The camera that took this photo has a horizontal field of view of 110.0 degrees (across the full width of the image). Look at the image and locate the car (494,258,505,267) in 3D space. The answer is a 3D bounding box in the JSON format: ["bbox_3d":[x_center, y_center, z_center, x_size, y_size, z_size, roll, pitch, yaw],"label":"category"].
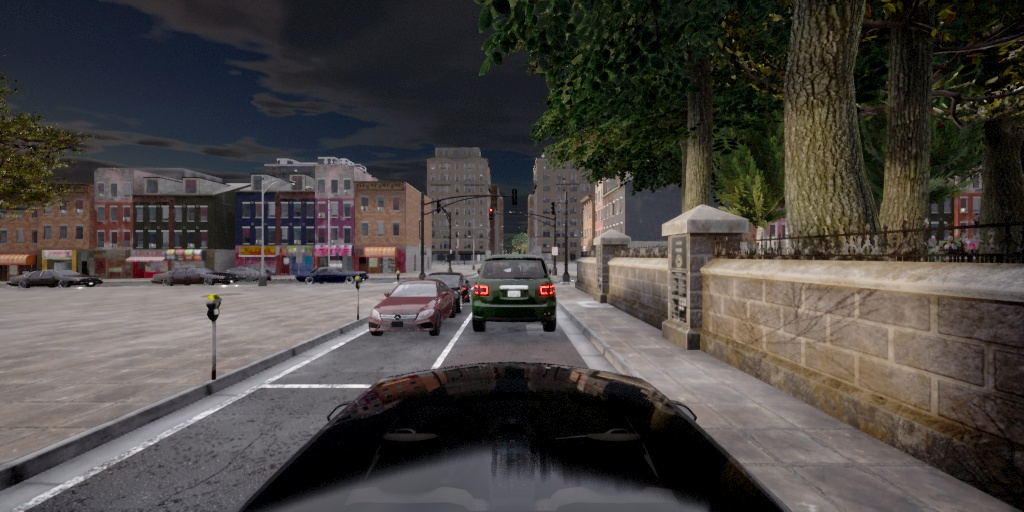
[{"bbox_3d":[-2.262,1.215,65.396,1.882,1.535,5.008,0,0,1],"label":"car"}]

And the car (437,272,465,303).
[{"bbox_3d":[-2.637,1.316,13.999,1.948,1.339,4.313,0,0,0],"label":"car"}]

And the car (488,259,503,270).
[{"bbox_3d":[-2.291,1.219,51.623,1.882,1.535,5.008,0,0,0],"label":"car"}]

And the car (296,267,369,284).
[{"bbox_3d":[-13.357,1.480,26.900,4.718,1.301,1.895,-1,0,0],"label":"car"}]

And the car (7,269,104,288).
[{"bbox_3d":[-34.135,1.720,26.847,5.357,1.411,2.033,-1,0,1],"label":"car"}]

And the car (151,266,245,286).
[{"bbox_3d":[-23.690,1.556,26.867,5.357,1.411,2.033,-1,0,0],"label":"car"}]

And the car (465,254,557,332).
[{"bbox_3d":[0.076,0.971,11.015,2.150,2.045,5.566,0,0,1],"label":"car"}]

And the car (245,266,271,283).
[{"bbox_3d":[-22.521,1.555,29.813,4.181,1.385,1.994,-1,0,0],"label":"car"}]

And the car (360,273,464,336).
[{"bbox_3d":[-2.637,1.332,10.336,1.802,1.307,4.207,0,0,0],"label":"car"}]
